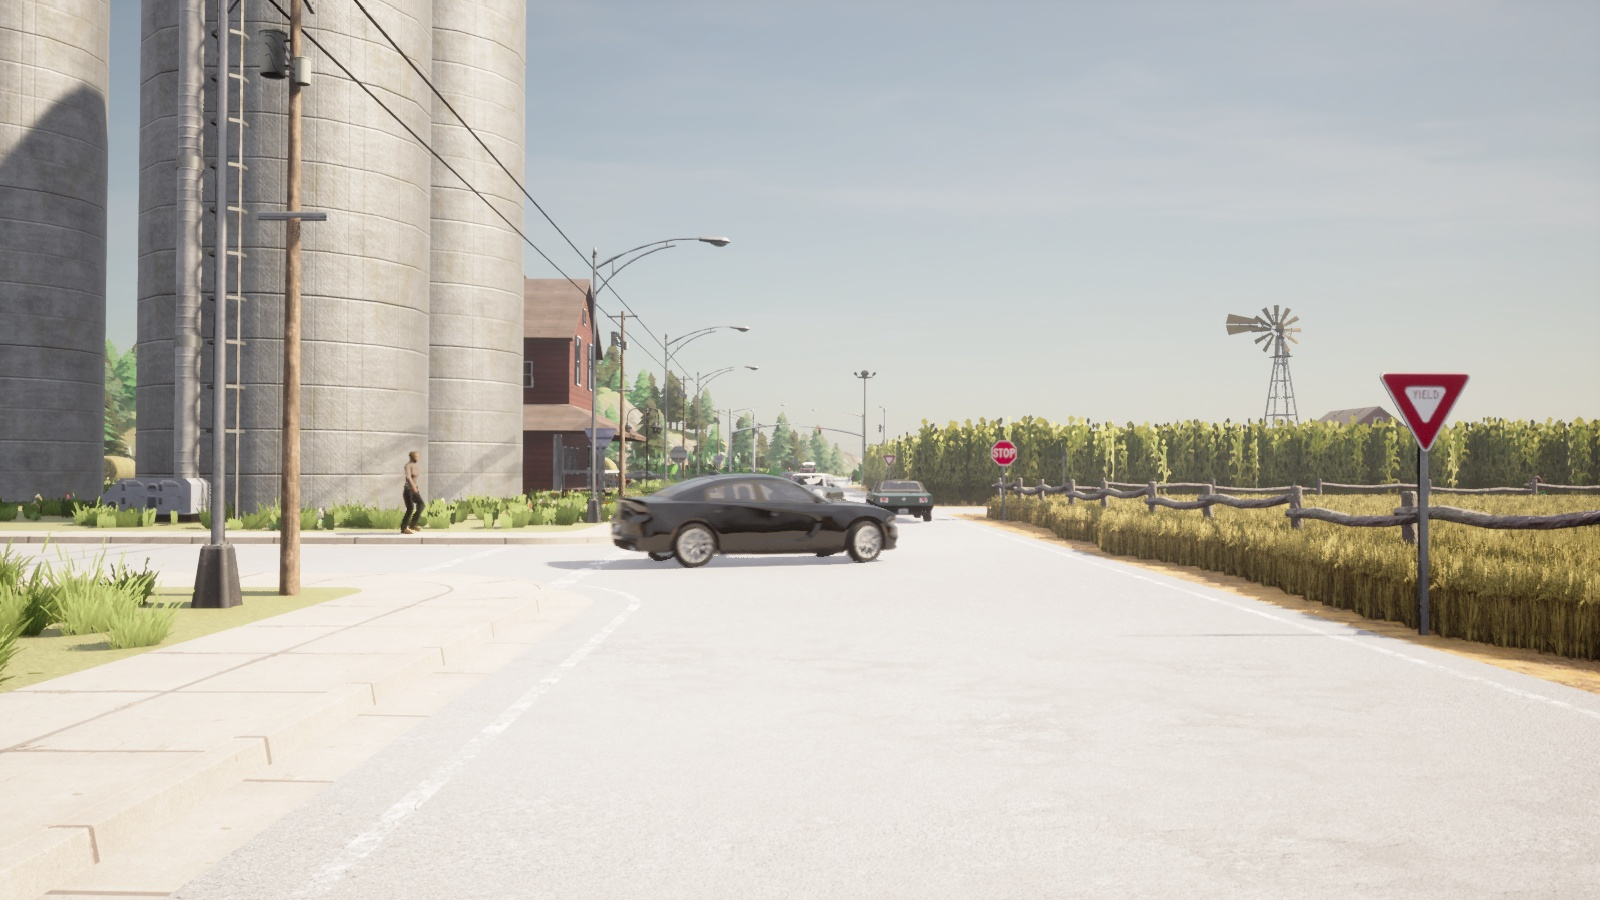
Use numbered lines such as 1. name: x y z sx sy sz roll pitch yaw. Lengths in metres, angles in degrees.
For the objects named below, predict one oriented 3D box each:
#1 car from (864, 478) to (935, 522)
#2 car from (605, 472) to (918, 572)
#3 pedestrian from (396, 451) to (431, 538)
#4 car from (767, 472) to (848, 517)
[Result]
1. car: 3.141 1.581 40.494 1.895 1.301 4.718 0 -1 0
2. car: -0.641 1.155 21.499 5.008 1.535 1.882 0 -1 -24
3. pedestrian: -8.330 0.957 27.068 0.634 1.846 0.331 0 -1 13
4. car: 0.308 1.503 43.235 1.970 1.475 3.806 0 -1 14
